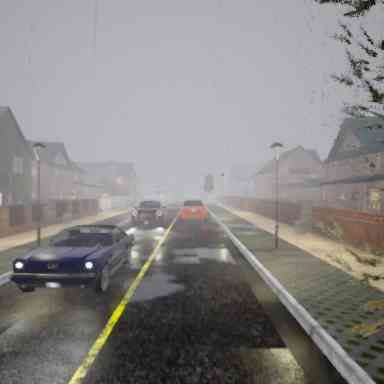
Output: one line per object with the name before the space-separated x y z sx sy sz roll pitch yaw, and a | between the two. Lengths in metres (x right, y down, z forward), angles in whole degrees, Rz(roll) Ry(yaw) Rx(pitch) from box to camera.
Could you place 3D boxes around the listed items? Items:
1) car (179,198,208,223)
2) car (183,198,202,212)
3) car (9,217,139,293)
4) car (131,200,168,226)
car | 0.094 1.336 25.778 2.097 1.767 4.553 0 0 0
car | 0.094 1.483 39.908 2.128 1.511 4.902 0 0 0
car | -2.838 1.592 8.996 1.895 1.301 4.718 0 0 0
car | -2.854 1.337 23.050 2.097 1.767 4.553 0 0 0
